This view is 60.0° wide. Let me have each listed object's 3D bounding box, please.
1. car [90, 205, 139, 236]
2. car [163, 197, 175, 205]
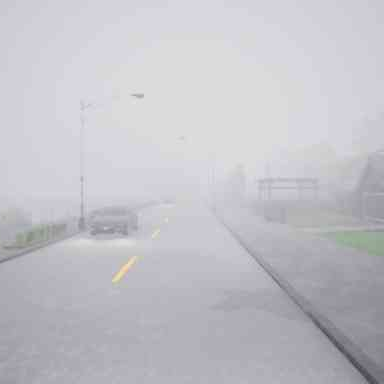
[{"bbox_3d":[-4.100,1.487,18.219,1.837,1.490,4.892,0,0,0],"label":"car"},{"bbox_3d":[-4.042,1.545,59.480,1.895,1.301,4.718,0,0,1],"label":"car"}]
